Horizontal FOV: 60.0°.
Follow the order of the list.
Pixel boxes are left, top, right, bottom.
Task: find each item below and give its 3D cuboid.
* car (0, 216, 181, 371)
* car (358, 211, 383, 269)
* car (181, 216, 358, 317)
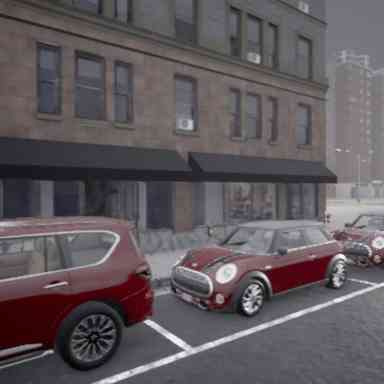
[{"bbox_3d":[-2.870,1.316,4.140,5.009,1.841,2.192,-1,0,-36],"label":"car"},{"bbox_3d":[5.935,1.354,10.427,4.097,1.590,1.967,-1,0,-36],"label":"car"},{"bbox_3d":[1.533,1.397,7.284,4.097,1.590,1.967,-1,0,-36],"label":"car"}]
